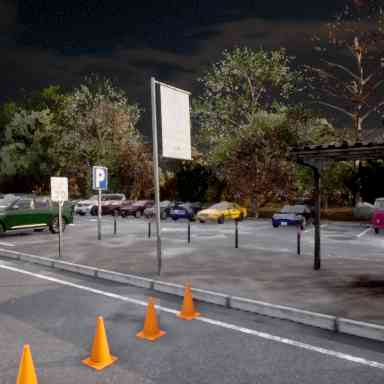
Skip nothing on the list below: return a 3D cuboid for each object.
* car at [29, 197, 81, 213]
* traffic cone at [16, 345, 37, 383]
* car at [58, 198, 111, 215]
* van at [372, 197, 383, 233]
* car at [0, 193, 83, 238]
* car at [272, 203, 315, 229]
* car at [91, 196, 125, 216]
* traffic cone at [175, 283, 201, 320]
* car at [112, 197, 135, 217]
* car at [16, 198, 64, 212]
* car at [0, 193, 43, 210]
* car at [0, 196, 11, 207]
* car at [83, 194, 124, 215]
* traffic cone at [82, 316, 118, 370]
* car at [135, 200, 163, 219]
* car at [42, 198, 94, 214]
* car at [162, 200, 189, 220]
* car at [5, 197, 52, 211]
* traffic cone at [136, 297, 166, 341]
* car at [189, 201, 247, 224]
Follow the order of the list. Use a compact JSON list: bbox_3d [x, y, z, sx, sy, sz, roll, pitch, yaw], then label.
[{"bbox_3d":[-15.632,1.444,38.260,1.946,1.575,5.366,0,0,35],"label":"car"},{"bbox_3d":[-1.796,1.957,3.607,0.340,0.580,0.340,0,0,35],"label":"traffic cone"},{"bbox_3d":[-11.196,1.461,34.910,2.231,1.521,4.892,0,0,35],"label":"car"},{"bbox_3d":[11.583,1.264,19.053,1.878,1.987,4.442,0,0,35],"label":"van"},{"bbox_3d":[-8.934,1.221,17.307,2.435,2.045,5.566,0,0,35],"label":"car"},{"bbox_3d":[6.958,1.513,22.125,2.163,1.488,4.792,0,0,35],"label":"car"},{"bbox_3d":[-6.648,1.466,31.728,2.097,1.535,5.008,0,0,35],"label":"car"},{"bbox_3d":[-0.070,1.957,6.055,0.340,0.580,0.340,0,0,36],"label":"traffic cone"},{"bbox_3d":[-4.377,1.469,30.132,2.097,1.535,5.008,0,0,35],"label":"car"},{"bbox_3d":[-18.023,1.469,39.679,2.163,1.488,4.792,0,0,35],"label":"car"},{"bbox_3d":[-22.568,1.153,42.874,2.435,2.045,5.566,0,0,35],"label":"car"},{"bbox_3d":[-29.260,1.332,47.839,1.946,1.575,5.366,1,0,35],"label":"car"},{"bbox_3d":[-8.939,1.212,33.296,2.435,2.045,5.566,0,0,35],"label":"car"},{"bbox_3d":[-1.220,1.957,4.423,0.340,0.580,0.340,0,0,35],"label":"traffic cone"},{"bbox_3d":[-2.105,1.473,28.537,2.231,1.521,4.892,0,0,35],"label":"car"},{"bbox_3d":[-13.468,1.455,36.508,2.097,1.535,5.008,0,0,35],"label":"car"},{"bbox_3d":[0.178,1.504,26.960,2.163,1.488,4.792,0,0,35],"label":"car"},{"bbox_3d":[-20.266,1.452,41.327,2.163,1.488,4.792,0,0,35],"label":"car"},{"bbox_3d":[-0.645,1.957,5.240,0.340,0.580,0.340,0,0,35],"label":"traffic cone"},{"bbox_3d":[2.325,1.475,25.189,1.946,1.575,5.366,0,0,35],"label":"car"}]
